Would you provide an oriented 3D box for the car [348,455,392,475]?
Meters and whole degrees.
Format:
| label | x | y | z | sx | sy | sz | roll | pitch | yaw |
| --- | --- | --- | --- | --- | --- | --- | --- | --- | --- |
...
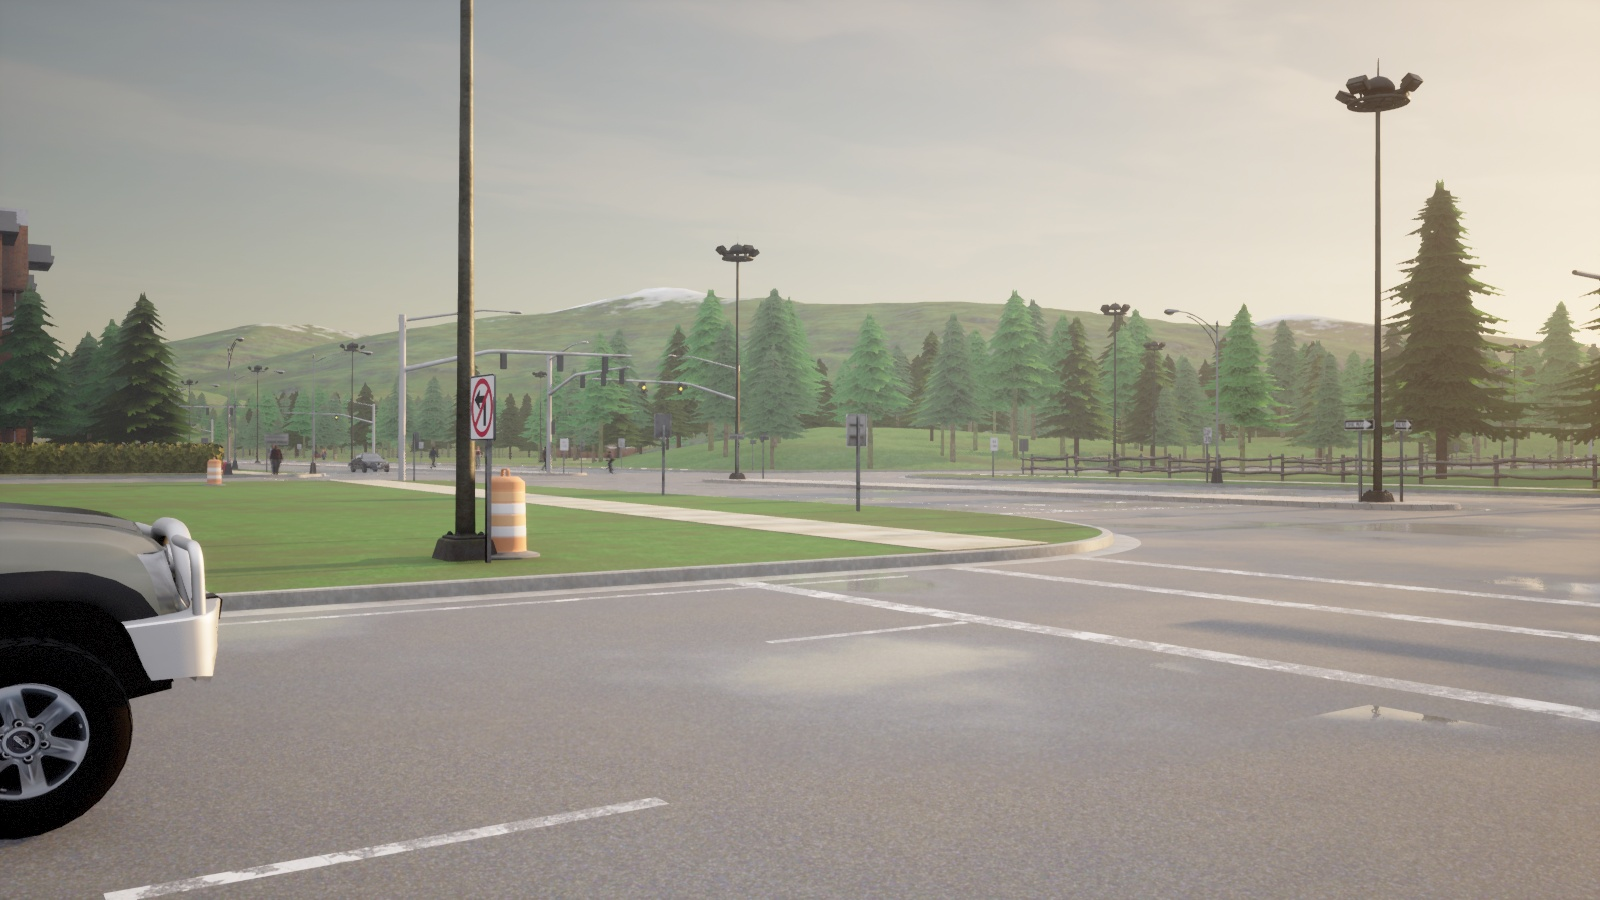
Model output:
| label | x | y | z | sx | sy | sz | roll | pitch | yaw |
| --- | --- | --- | --- | --- | --- | --- | --- | --- | --- |
| car | -31.644 | 1.063 | 92.293 | 1.812 | 1.442 | 4.674 | 0 | 0 | -35 |

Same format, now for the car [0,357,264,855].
| label | x | y | z | sx | sy | sz | roll | pitch | yaw |
| --- | --- | --- | --- | --- | --- | --- | --- | --- | --- |
| car | -4.662 | 0.583 | 4.678 | 4.605 | 1.855 | 1.932 | 0 | 0 | -35 |

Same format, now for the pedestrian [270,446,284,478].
| label | x | y | z | sx | sy | sz | roll | pitch | yaw |
| --- | --- | --- | --- | --- | --- | --- | --- | --- | --- |
| pedestrian | -30.502 | 0.679 | 73.180 | 0.634 | 1.844 | 0.899 | 0 | 0 | -31 |
